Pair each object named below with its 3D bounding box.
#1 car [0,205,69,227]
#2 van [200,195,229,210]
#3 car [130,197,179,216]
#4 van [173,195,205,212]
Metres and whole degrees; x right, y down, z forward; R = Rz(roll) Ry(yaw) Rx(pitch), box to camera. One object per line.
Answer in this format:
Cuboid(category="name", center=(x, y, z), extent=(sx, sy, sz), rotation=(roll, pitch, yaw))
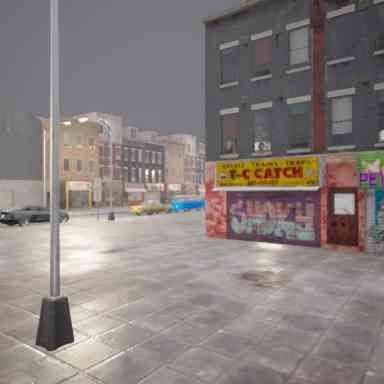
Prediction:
Cuboid(category="car", center=(-10.357, 1.521, 22.134), extent=(1.947, 1.339, 4.313), rotation=(0, 0, 36))
Cuboid(category="van", center=(2.826, 1.234, 40.540), extent=(1.690, 1.788, 3.998), rotation=(0, 0, 36))
Cuboid(category="car", center=(-3.666, 1.448, 31.476), extent=(1.752, 1.417, 4.829), rotation=(0, 0, 36))
Cuboid(category="van", center=(-0.470, 1.249, 35.939), extent=(1.690, 1.788, 3.998), rotation=(0, 0, 36))
